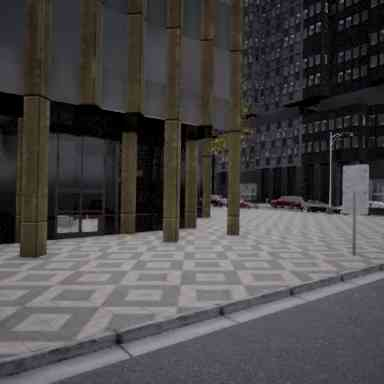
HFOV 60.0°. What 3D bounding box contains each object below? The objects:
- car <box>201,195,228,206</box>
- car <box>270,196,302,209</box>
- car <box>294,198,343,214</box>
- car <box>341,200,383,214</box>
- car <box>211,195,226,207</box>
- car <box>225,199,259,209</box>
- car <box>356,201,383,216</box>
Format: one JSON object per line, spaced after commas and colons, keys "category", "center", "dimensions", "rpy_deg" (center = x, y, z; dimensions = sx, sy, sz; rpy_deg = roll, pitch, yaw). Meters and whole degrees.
{"category": "car", "center": [4.077, 1.512, 61.187], "dimensions": [2.192, 1.841, 5.009], "rpy_deg": [1, -1, -35]}
{"category": "car", "center": [13.648, 1.487, 47.701], "dimensions": [2.192, 1.841, 5.009], "rpy_deg": [1, -1, -35]}
{"category": "car", "center": [13.080, 1.539, 33.767], "dimensions": [1.947, 1.339, 4.313], "rpy_deg": [1, -1, -35]}
{"category": "car", "center": [20.026, 1.707, 38.707], "dimensions": [2.008, 1.369, 4.403], "rpy_deg": [1, -1, -35]}
{"category": "car", "center": [3.511, 1.311, 47.257], "dimensions": [2.192, 1.841, 5.009], "rpy_deg": [1, -1, -35]}
{"category": "car", "center": [6.698, 1.570, 42.758], "dimensions": [1.802, 1.307, 4.206], "rpy_deg": [1, -1, -35]}
{"category": "car", "center": [16.271, 1.517, 29.271], "dimensions": [2.008, 1.369, 4.403], "rpy_deg": [1, -1, -35]}
